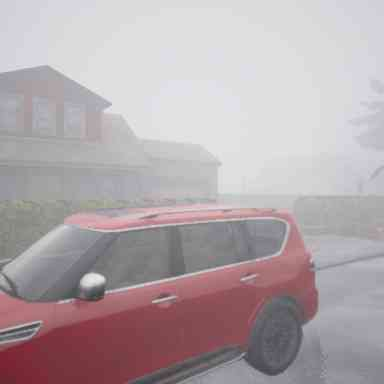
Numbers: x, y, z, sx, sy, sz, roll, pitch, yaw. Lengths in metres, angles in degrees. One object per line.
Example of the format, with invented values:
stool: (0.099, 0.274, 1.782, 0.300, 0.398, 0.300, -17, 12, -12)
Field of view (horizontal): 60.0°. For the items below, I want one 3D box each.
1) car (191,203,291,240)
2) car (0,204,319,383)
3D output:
car: (2.260, 1.356, 16.995, 2.033, 1.415, 5.357, 0, 0, -33)
car: (-0.773, 1.221, 4.052, 5.566, 2.045, 2.150, 0, 0, -35)
